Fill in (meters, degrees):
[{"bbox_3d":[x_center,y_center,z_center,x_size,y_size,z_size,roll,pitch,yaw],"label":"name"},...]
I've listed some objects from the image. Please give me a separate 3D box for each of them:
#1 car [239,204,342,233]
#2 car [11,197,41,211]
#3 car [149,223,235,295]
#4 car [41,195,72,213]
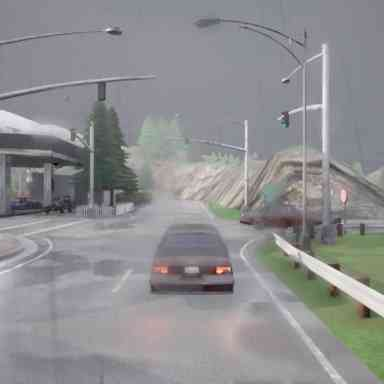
[{"bbox_3d":[5.245,1.379,18.152,5.357,1.411,2.033,-1,0,38],"label":"car"},{"bbox_3d":[-20.250,1.477,40.744,2.242,1.667,4.611,0,0,-1],"label":"car"},{"bbox_3d":[-0.002,1.547,8.893,2.033,1.411,5.357,0,0,0],"label":"car"},{"bbox_3d":[-14.541,1.310,36.468,1.905,1.878,3.866,0,0,-1],"label":"car"}]
